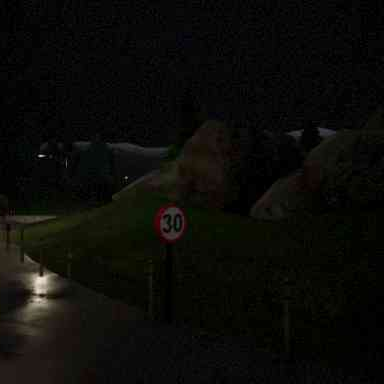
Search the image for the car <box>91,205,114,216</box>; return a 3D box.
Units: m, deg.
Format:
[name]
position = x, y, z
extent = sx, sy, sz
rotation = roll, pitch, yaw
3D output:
[car]
position = -15.668, 3.387, 60.127
extent = 2.150, 2.045, 5.566
rotation = 0, -5, 26
